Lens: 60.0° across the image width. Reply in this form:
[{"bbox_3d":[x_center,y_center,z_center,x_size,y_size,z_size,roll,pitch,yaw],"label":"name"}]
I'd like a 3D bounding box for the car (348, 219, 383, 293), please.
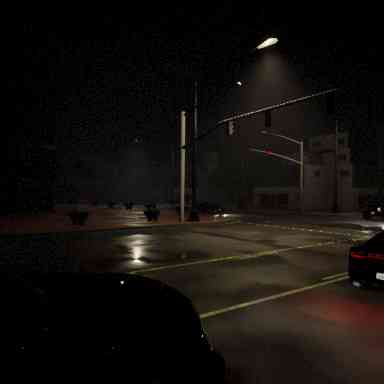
[{"bbox_3d":[5.718,1.498,7.862,5.008,1.535,1.882,0,0,-35],"label":"car"}]

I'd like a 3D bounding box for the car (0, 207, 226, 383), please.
[{"bbox_3d":[-2.361,1.222,2.060,5.566,2.045,2.150,0,0,-36],"label":"car"}]

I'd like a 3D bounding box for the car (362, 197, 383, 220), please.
[{"bbox_3d":[17.220,1.434,29.180,5.566,2.045,2.150,1,-1,-36],"label":"car"}]

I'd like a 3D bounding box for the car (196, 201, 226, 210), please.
[{"bbox_3d":[1.757,1.656,36.105,1.994,1.385,4.181,1,-1,-35],"label":"car"}]
